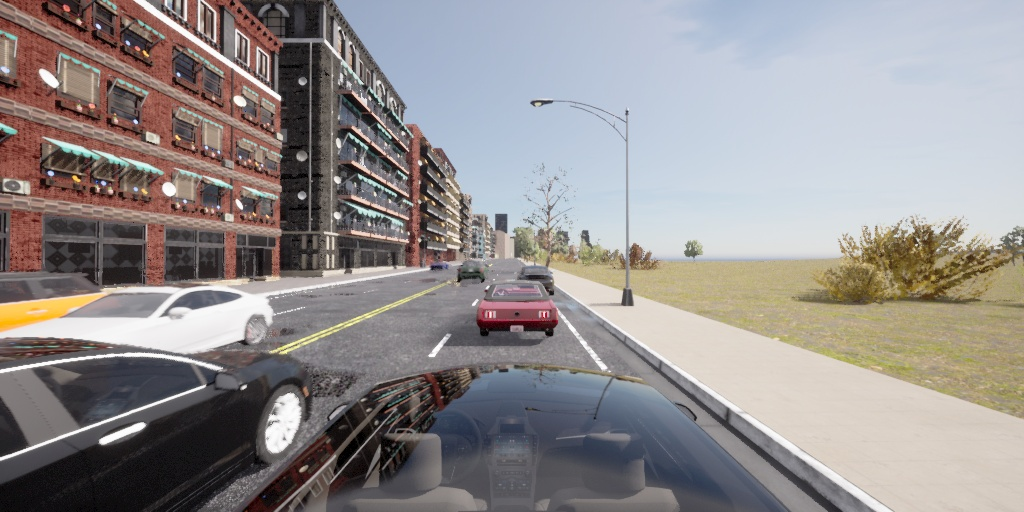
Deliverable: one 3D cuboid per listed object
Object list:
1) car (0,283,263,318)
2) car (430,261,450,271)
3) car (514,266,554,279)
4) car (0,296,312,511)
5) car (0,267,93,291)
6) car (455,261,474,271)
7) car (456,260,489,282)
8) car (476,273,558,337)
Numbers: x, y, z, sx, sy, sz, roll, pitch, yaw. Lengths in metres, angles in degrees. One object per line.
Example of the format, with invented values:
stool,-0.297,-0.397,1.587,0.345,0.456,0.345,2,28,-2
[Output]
car,-6.584,1.276,6.689,1.812,1.442,4.674,0,0,0
car,-9.672,1.350,48.085,1.895,1.301,4.718,0,0,0
car,1.204,1.257,19.506,1.837,1.490,4.892,0,0,0
car,-3.152,1.252,2.059,1.837,1.490,4.892,0,-1,0
car,-9.835,1.102,6.137,2.097,1.767,4.553,0,0,0
car,-6.418,1.350,48.891,1.895,1.301,4.718,0,0,0
car,-3.048,1.103,28.746,2.097,1.767,4.553,0,0,0
car,0.131,1.352,10.305,1.895,1.301,4.718,0,0,0
